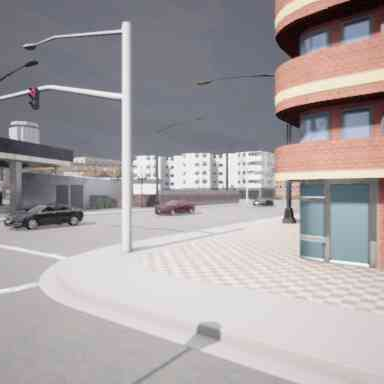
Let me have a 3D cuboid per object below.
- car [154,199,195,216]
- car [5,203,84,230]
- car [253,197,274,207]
[{"bbox_3d":[-1.601,1.480,32.483,1.882,1.535,5.008,0,0,35],"label":"car"},{"bbox_3d":[-9.280,1.507,21.279,1.837,1.490,4.892,0,0,34],"label":"car"},{"bbox_3d":[10.814,1.495,50.373,2.128,1.511,4.902,0,0,35],"label":"car"}]
